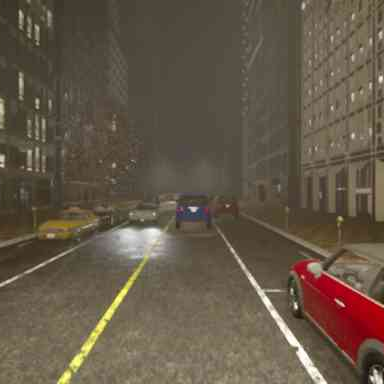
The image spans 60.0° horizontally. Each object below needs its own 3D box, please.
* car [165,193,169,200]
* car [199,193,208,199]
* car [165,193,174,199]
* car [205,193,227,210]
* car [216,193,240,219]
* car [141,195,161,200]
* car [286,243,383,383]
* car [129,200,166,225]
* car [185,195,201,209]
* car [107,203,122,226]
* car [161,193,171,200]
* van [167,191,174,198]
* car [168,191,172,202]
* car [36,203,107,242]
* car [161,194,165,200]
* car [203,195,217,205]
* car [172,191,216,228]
[{"bbox_3d":[-5.689,1.159,61.506,1.802,1.307,4.206,0,0,0],"label":"car"},{"bbox_3d":[2.691,1.015,78.571,1.947,1.339,4.313,0,0,0],"label":"car"},{"bbox_3d":[-5.690,0.950,84.276,1.887,1.381,4.507,0,0,0],"label":"car"},{"bbox_3d":[2.693,1.057,38.726,2.192,1.841,5.009,0,0,0],"label":"car"},{"bbox_3d":[2.694,1.135,27.341,2.192,1.841,5.009,0,0,0],"label":"car"},{"bbox_3d":[-5.688,1.252,44.431,2.008,1.369,4.403,0,0,0],"label":"car"},{"bbox_3d":[2.693,1.410,4.574,1.967,1.590,4.097,0,0,0],"label":"car"},{"bbox_3d":[-3.101,1.450,23.048,1.895,1.301,4.718,0,0,0],"label":"car"},{"bbox_3d":[0.099,1.225,41.809,1.837,1.490,4.892,0,1,0],"label":"car"},{"bbox_3d":[-5.688,1.409,21.662,2.008,1.369,4.403,0,0,0],"label":"car"},{"bbox_3d":[-5.689,1.043,72.891,2.008,1.369,4.403,0,0,0],"label":"car"},{"bbox_3d":[-5.689,0.703,89.966,1.690,1.788,3.998,0,0,0],"label":"van"},{"bbox_3d":[-3.021,1.053,64.178,2.128,1.511,4.902,0,0,0],"label":"car"},{"bbox_3d":[-5.688,1.423,15.799,1.752,1.417,4.829,0,0,0],"label":"car"},{"bbox_3d":[-5.689,1.227,50.124,1.947,1.339,4.313,0,0,0],"label":"car"},{"bbox_3d":[2.692,1.185,50.280,1.752,1.417,4.829,0,0,0],"label":"car"},{"bbox_3d":[0.100,1.083,21.165,2.150,2.045,5.566,0,0,0],"label":"car"}]
